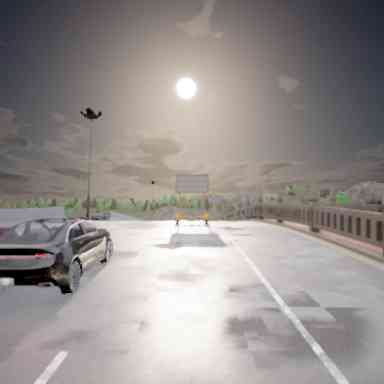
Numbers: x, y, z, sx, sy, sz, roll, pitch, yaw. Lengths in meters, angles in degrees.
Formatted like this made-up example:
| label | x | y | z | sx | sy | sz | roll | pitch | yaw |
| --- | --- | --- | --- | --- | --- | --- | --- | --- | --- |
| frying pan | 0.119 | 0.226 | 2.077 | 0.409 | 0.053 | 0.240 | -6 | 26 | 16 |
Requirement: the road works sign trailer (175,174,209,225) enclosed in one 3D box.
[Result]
| label | x | y | z | sx | sy | sz | roll | pitch | yaw |
| --- | --- | --- | --- | --- | --- | --- | --- | --- | --- |
| road works sign trailer | 0.015 | 0.487 | 23.863 | 2.380 | 3.560 | 2.880 | 0 | -2 | 2 |

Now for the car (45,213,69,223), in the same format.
| label | x | y | z | sx | sy | sz | roll | pitch | yaw |
| --- | --- | --- | --- | --- | --- | --- | --- | --- | --- |
| car | -21.032 | 4.136 | 52.124 | 1.994 | 1.385 | 4.181 | 0 | -7 | 1 |

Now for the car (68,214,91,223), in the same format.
| label | x | y | z | sx | sy | sz | roll | pitch | yaw |
| --- | --- | --- | --- | --- | --- | --- | --- | --- | --- |
| car | -17.533 | 4.156 | 51.970 | 1.895 | 1.301 | 4.718 | 0 | -7 | 1 |

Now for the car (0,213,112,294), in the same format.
| label | x | y | z | sx | sy | sz | roll | pitch | yaw |
| --- | --- | --- | --- | --- | --- | --- | --- | --- | --- |
| car | -3.398 | 1.395 | 8.497 | 2.128 | 1.511 | 4.902 | 0 | 1 | 0 |

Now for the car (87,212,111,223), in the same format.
| label | x | y | z | sx | sy | sz | roll | pitch | yaw |
| --- | --- | --- | --- | --- | --- | --- | --- | --- | --- |
| car | -14.035 | 3.925 | 50.430 | 2.033 | 1.411 | 5.357 | 0 | -7 | 1 |
